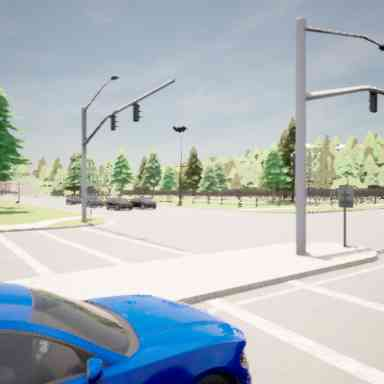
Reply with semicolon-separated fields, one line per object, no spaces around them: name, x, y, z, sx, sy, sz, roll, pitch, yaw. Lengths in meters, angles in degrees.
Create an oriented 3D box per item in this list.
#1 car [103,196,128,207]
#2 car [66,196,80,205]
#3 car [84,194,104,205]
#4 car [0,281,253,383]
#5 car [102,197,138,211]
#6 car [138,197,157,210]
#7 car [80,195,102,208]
car;-11.793;1.447;50.967;1.882;1.535;5.008;0;0;-35
car;-20.151;1.477;56.862;1.837;1.490;4.892;0;0;-35
car;-17.548;1.320;59.289;2.097;1.767;4.553;0;0;-35
car;-1.715;1.477;2.505;5.008;1.535;1.882;0;0;-35
car;-8.922;1.453;40.751;1.882;1.535;5.008;0;0;-35
car;-6.306;1.448;43.121;1.882;1.535;5.008;0;0;-35
car;-14.311;1.479;48.449;1.837;1.490;4.892;0;0;-35
